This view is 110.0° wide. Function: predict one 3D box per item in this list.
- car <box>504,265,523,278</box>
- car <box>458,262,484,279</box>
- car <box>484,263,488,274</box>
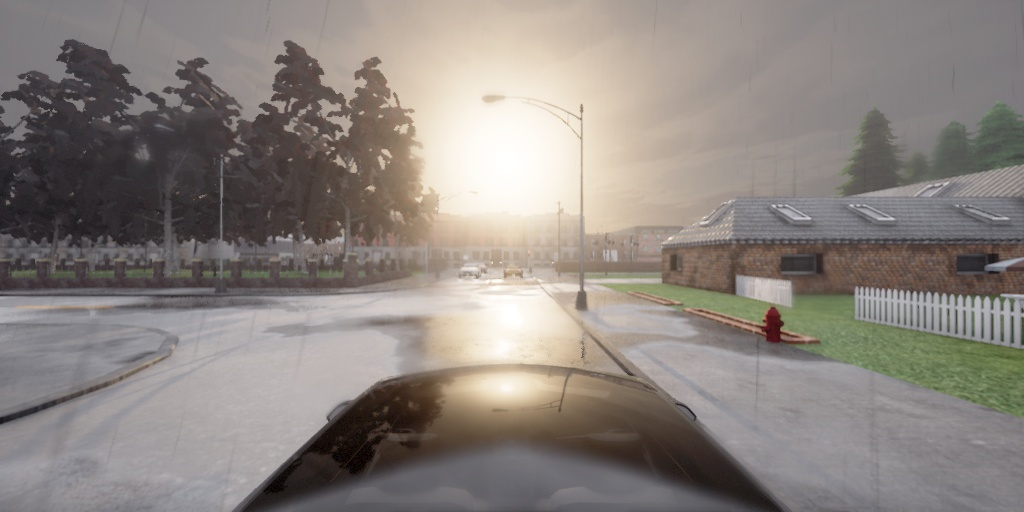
[{"bbox_3d":[0.123,1.530,36.949,1.895,1.301,4.718,0,0,0],"label":"car"},{"bbox_3d":[-4.092,1.448,35.447,1.812,1.442,4.674,0,0,0],"label":"car"},{"bbox_3d":[-4.065,1.498,45.246,1.812,1.442,4.674,0,0,0],"label":"car"}]
